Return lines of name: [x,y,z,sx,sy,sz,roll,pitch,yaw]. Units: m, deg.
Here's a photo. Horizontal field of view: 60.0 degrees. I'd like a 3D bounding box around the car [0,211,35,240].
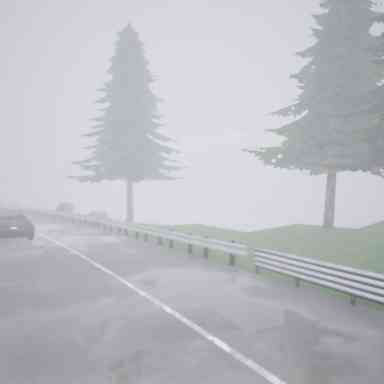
car: [-9.500,1.659,17.142,1.994,1.385,4.181,1,-1,-36]
